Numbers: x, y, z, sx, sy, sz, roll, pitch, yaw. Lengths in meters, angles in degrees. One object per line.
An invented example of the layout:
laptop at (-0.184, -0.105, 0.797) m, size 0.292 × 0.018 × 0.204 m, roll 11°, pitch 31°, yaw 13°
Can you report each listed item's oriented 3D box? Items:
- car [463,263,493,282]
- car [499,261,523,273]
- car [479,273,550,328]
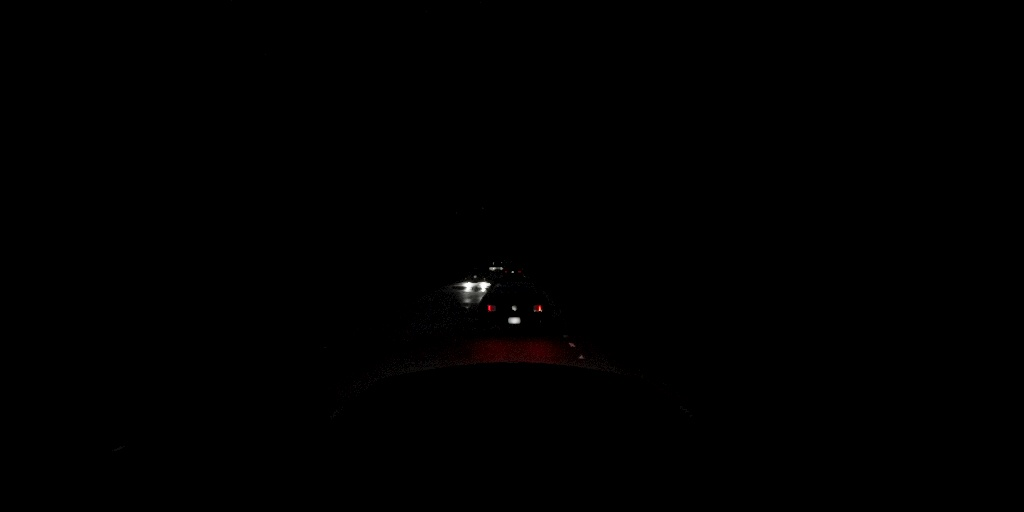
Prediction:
car at (-2.873, 1.444, 29.901) m, size 1.994 × 1.385 × 4.181 m, roll 0°, pitch 0°, yaw 0°
car at (0.071, 1.443, 33.772) m, size 2.033 × 1.411 × 5.357 m, roll 0°, pitch 0°, yaw 0°
car at (0.076, 1.400, 11.566) m, size 1.895 × 1.301 × 4.718 m, roll 0°, pitch 0°, yaw 0°
